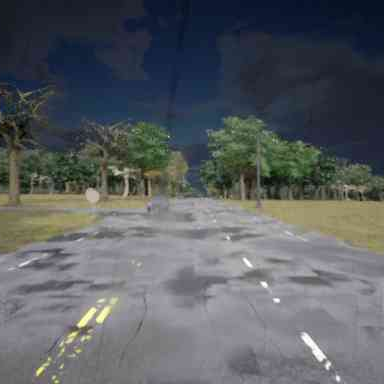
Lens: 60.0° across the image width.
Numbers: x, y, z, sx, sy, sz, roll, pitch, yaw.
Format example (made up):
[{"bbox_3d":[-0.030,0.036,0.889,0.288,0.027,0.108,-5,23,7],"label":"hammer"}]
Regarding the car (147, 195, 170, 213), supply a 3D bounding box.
[{"bbox_3d":[-3.462,1.202,34.965,2.097,1.767,4.553,1,-1,0],"label":"car"}]
